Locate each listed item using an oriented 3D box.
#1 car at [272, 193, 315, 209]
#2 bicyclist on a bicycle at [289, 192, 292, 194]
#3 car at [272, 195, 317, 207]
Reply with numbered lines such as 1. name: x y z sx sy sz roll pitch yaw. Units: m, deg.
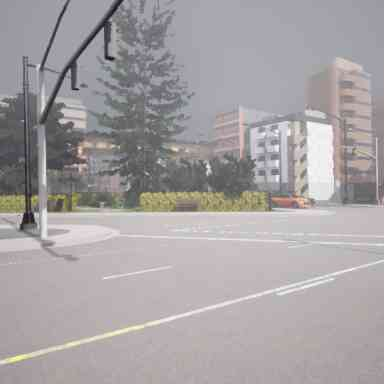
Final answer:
1. car: 11.237 0.959 37.968 2.097 1.767 4.553 -1 1 -35
2. bicyclist on a bicycle: 14.017 0.780 47.087 1.656 1.620 0.582 -1 1 -35
3. car: 12.856 1.089 42.123 2.033 1.411 5.357 -1 1 -35
